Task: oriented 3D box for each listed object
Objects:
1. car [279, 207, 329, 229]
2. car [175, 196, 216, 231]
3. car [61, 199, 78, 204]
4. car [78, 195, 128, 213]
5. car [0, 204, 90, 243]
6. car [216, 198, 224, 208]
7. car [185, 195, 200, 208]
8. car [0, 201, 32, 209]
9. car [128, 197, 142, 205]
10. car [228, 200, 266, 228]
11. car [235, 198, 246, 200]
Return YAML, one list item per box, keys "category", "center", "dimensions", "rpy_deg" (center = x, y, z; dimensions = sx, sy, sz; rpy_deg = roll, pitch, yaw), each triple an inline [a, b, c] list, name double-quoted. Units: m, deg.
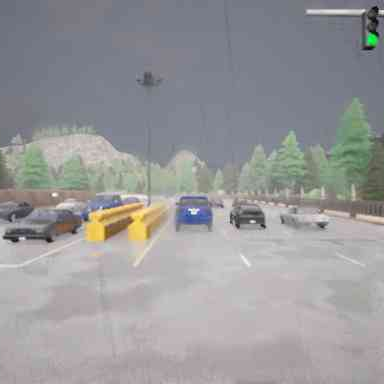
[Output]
- category: "car"
  center: [7.110, 1.611, 21.674]
  dimensions: [1.895, 1.301, 4.718]
  rpy_deg: [0, 0, 0]
- category: "car"
  center: [0.109, 1.232, 20.939]
  dimensions: [2.150, 2.045, 5.566]
  rpy_deg: [0, 0, 0]
- category: "car"
  center: [-14.041, 1.545, 38.618]
  dimensions: [1.812, 1.442, 4.674]
  rpy_deg: [0, 0, 0]
- category: "car"
  center: [-7.061, 1.235, 27.120]
  dimensions: [2.150, 2.045, 5.566]
  rpy_deg: [0, 0, 1]
- category: "car"
  center: [-7.082, 1.556, 16.550]
  dimensions: [2.033, 1.411, 5.357]
  rpy_deg: [0, 0, 0]
- category: "car"
  center: [3.525, 1.570, 47.420]
  dimensions: [2.033, 1.411, 5.357]
  rpy_deg: [0, 0, 0]
- category: "car"
  center: [0.028, 1.374, 48.028]
  dimensions: [2.097, 1.767, 4.553]
  rpy_deg: [0, 0, 0]
- category: "car"
  center: [-14.067, 1.518, 26.072]
  dimensions: [1.837, 1.490, 4.892]
  rpy_deg: [0, 0, 0]
- category: "car"
  center: [-7.052, 1.370, 38.198]
  dimensions: [2.097, 1.767, 4.553]
  rpy_deg: [0, 0, 0]
- category: "car"
  center: [3.609, 1.515, 22.212]
  dimensions: [1.837, 1.490, 4.892]
  rpy_deg: [0, 0, 0]
- category: "car"
  center: [7.031, 1.549, 48.405]
  dimensions: [1.812, 1.442, 4.674]
  rpy_deg: [0, 0, 0]
